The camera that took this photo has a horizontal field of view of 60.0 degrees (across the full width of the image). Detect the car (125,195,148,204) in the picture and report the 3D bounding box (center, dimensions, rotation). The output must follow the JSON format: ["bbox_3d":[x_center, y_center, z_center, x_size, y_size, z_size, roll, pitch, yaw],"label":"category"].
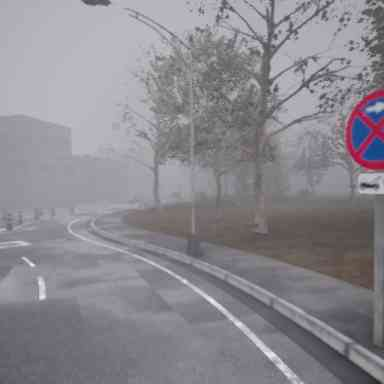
[{"bbox_3d":[-8.932,1.142,53.619,1.895,1.301,4.718,-1,1,19],"label":"car"}]

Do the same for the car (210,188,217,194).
[{"bbox_3d":[5.082,-0.232,85.478,1.882,1.535,5.008,-1,1,18],"label":"car"}]

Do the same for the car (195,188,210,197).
[{"bbox_3d":[1.807,0.298,75.593,2.033,1.411,5.357,-1,1,18],"label":"car"}]

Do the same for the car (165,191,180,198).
[{"bbox_3d":[-3.909,0.582,68.662,2.128,1.511,4.902,-1,2,18],"label":"car"}]
